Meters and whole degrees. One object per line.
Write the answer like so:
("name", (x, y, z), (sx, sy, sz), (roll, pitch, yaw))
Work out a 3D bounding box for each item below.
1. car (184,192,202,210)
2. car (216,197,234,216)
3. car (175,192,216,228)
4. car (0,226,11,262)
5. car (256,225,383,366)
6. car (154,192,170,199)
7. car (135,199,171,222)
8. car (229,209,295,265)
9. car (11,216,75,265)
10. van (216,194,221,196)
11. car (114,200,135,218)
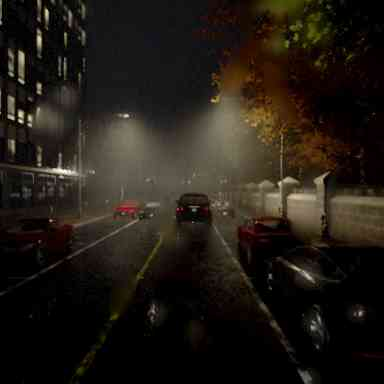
("car", (0.099, 1.014, 41.498), (2.150, 2.045, 5.566), (0, 0, 0))
("car", (2.566, 1.413, 27.978), (2.008, 1.369, 4.403), (0, 0, 0))
("car", (0.099, 1.114, 21.648), (2.150, 2.045, 5.566), (0, 0, 0))
("car", (-5.314, 1.498, 5.632), (1.752, 1.417, 4.829), (0, 0, 0))
("car", (2.566, 1.537, 5.798), (1.947, 1.339, 4.313), (0, 0, 0))
("car", (-5.314, 1.157, 55.706), (1.967, 1.590, 4.097), (0, 0, 0))
("car", (-2.794, 1.440, 25.286), (1.994, 1.385, 4.181), (0, 0, 1))
("car", (2.567, 1.489, 11.343), (1.887, 1.381, 4.507), (0, 0, 0))
("car", (-5.314, 1.527, 11.347), (1.802, 1.307, 4.206), (0, 0, 0))
("van", (2.566, 1.146, 39.068), (1.690, 1.788, 3.998), (0, 0, 0))
("car", (-5.314, 1.407, 27.981), (1.887, 1.381, 4.507), (0, 0, 0))
